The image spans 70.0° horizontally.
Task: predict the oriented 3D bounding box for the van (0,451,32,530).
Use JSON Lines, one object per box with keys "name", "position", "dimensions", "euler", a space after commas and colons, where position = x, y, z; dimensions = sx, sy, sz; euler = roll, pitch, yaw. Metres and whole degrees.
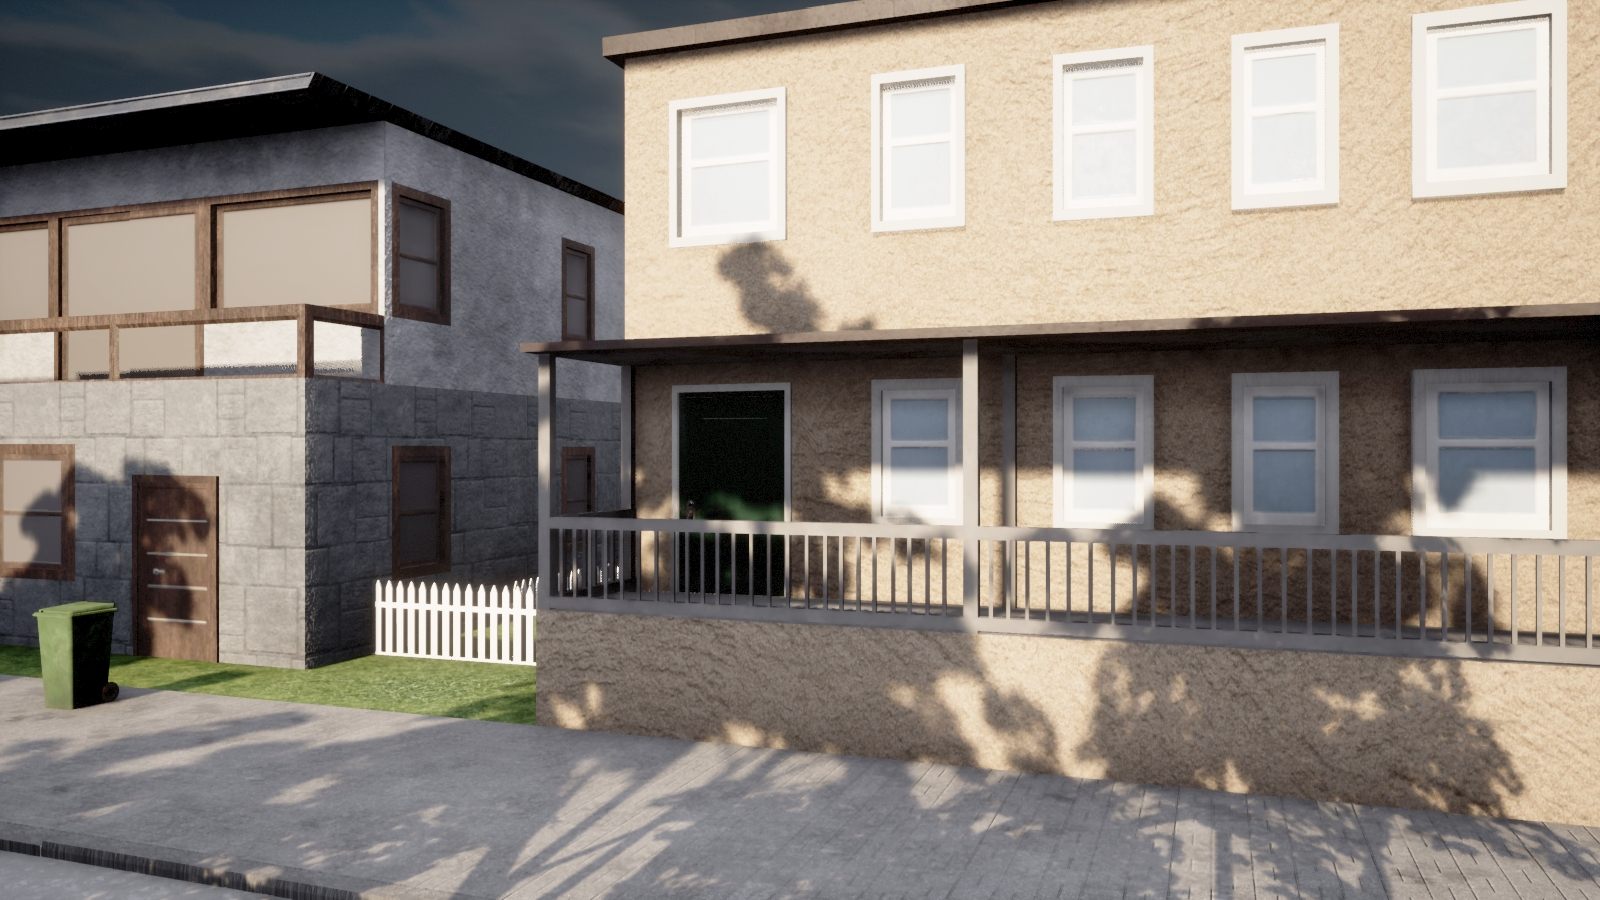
{"name": "van", "position": [-27.753, 1.329, 35.973], "dimensions": [1.988, 2.561, 5.915], "euler": [0, 0, 20]}
